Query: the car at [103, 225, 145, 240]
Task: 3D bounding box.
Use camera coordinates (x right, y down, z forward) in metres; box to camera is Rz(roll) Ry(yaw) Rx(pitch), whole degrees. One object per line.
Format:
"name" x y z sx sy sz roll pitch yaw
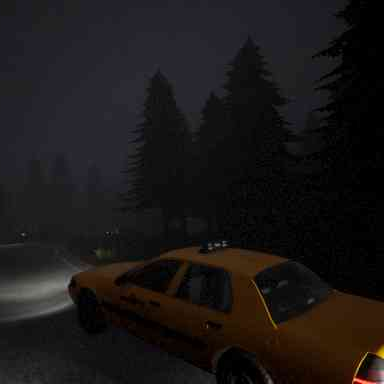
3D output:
"car" -7.452 4.511 36.983 2.033 1.411 5.357 -4 -8 20

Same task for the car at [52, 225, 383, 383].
"car" 0.111 1.441 4.761 5.366 1.575 1.801 0 1 43

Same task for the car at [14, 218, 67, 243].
"car" -12.711 3.266 28.503 2.150 2.045 5.566 -4 -7 7

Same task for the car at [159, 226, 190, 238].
"car" -2.328 5.544 46.289 1.882 1.535 5.008 -5 -8 30
